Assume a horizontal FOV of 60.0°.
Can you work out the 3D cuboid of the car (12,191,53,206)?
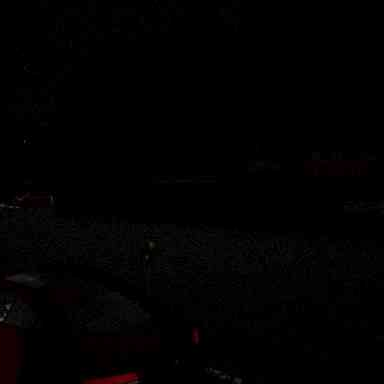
[{"bbox_3d":[-19.795,0.761,41.361,2.097,1.767,4.553,1,2,35],"label":"car"}]

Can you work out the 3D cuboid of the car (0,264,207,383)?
[{"bbox_3d":[-1.791,1.581,4.077,4.206,1.307,1.802,0,1,36],"label":"car"}]
